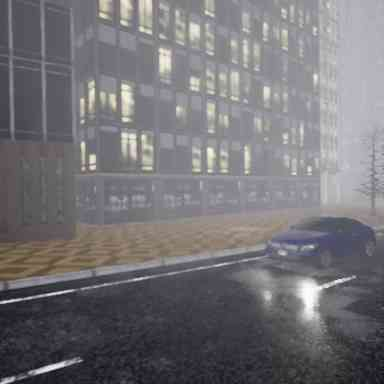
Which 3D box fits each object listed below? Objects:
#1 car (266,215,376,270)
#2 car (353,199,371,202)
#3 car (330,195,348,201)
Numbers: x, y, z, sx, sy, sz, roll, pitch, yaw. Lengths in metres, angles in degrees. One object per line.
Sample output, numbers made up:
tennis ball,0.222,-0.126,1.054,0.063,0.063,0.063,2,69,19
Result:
car,4.492,1.534,11.222,4.674,1.442,1.812,0,0,-38
car,35.185,1.438,67.908,1.802,1.307,4.206,-1,1,-41
car,31.486,1.387,72.222,1.947,1.339,4.313,-1,1,-41
